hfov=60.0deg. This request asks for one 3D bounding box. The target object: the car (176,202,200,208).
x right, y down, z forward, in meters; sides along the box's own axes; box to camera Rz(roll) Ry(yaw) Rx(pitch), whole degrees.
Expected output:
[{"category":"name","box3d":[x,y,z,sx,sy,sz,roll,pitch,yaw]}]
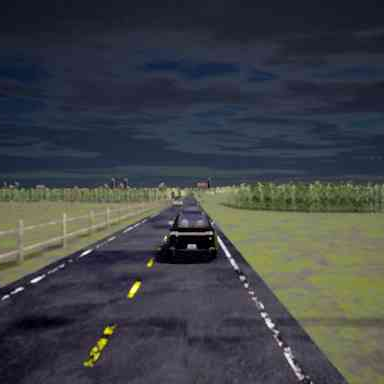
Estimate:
[{"category":"car","box3d":[0.000,1.798,27.528,2.033,1.411,5.357,0,0,0]}]

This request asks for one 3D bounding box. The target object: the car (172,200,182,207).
[{"category":"car","box3d":[-2.783,2.136,64.494,1.895,1.301,4.718,0,0,1]}]

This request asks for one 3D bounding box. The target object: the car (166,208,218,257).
[{"category":"car","box3d":[0.013,1.619,13.511,2.128,1.511,4.902,0,0,0]}]
